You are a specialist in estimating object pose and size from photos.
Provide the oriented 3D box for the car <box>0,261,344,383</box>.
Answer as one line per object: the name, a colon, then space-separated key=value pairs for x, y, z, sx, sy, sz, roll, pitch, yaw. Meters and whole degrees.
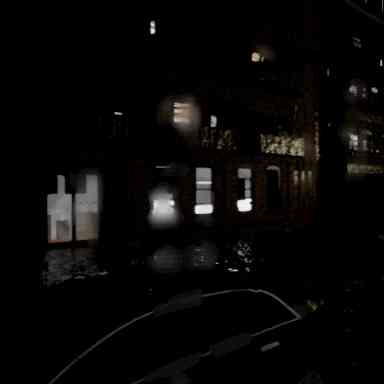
car: x=-0.597 y=1.508 z=2.941 sx=4.892 sy=1.490 sz=1.837 roll=1 pitch=0 yaw=-35

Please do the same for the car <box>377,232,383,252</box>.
car: x=8.797 y=1.610 z=12.788 sx=4.206 sy=1.307 sz=1.802 roll=0 pitch=-1 yaw=-35
